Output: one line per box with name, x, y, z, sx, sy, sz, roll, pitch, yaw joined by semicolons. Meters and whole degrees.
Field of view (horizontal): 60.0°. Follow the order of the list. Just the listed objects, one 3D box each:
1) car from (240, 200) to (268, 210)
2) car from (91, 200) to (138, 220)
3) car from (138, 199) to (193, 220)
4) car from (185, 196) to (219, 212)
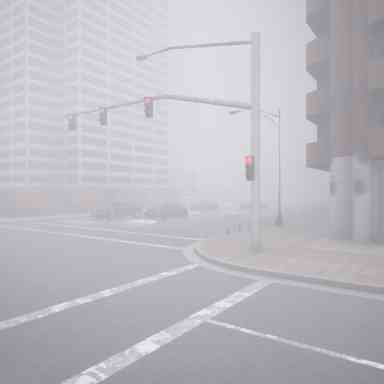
car;7.830;1.601;42.019;1.895;1.301;4.718;0;0;36
car;-6.241;1.505;28.188;1.837;1.490;4.892;0;0;35
car;-2.131;1.564;27.947;1.994;1.385;4.181;0;0;35
car;1.477;1.563;39.133;1.994;1.385;4.181;0;0;35
